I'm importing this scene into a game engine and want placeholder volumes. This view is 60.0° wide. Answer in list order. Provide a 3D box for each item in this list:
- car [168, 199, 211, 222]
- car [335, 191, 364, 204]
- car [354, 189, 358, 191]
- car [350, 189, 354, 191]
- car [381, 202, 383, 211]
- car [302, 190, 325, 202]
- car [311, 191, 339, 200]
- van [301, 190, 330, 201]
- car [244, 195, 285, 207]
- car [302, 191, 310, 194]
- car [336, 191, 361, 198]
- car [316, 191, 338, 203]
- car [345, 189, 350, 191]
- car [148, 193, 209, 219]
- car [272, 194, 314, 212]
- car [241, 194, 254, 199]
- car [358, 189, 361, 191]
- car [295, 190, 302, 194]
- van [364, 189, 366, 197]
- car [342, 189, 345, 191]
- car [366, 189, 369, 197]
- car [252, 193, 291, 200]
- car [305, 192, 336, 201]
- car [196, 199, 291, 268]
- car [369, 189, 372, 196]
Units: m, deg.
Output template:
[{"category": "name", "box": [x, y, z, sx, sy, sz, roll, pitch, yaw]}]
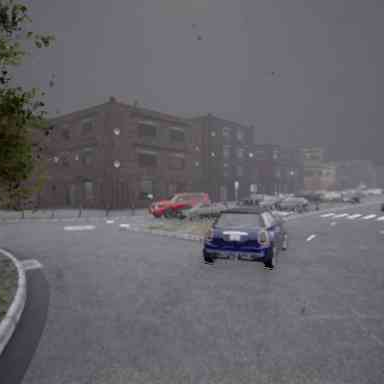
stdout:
[{"category": "car", "box": [0.616, 1.458, 25.555, 4.181, 1.385, 1.994, -1, 0, -37]}, {"category": "car", "box": [23.999, 0.976, 50.437, 2.128, 1.511, 4.902, 0, 1, 40]}, {"category": "car", "box": [32.845, 0.612, 72.970, 4.892, 1.521, 2.231, 0, 1, 40]}, {"category": "car", "box": [31.080, 0.651, 70.852, 4.892, 1.521, 2.231, 0, 1, 40]}, {"category": "car", "box": [21.084, 1.257, 34.525, 1.994, 1.385, 4.181, 0, 1, 39]}, {"category": "car", "box": [20.627, 0.897, 58.030, 5.366, 1.575, 1.946, 0, 1, 40]}, {"category": "car", "box": [25.755, 0.645, 64.521, 4.553, 1.767, 2.185, 0, 1, 40]}, {"category": "van", "box": [22.337, 0.631, 60.190, 4.442, 1.987, 1.878, 0, 1, 40]}, {"category": "car", "box": [9.888, 1.147, 45.443, 5.008, 1.535, 2.097, 0, 1, 40]}, {"category": "car", "box": [15.185, 1.033, 51.800, 4.892, 1.521, 2.231, 0, 1, 40]}, {"category": "car", "box": [36.374, 0.539, 77.205, 4.892, 1.521, 2.231, 0, 1, 40]}, {"category": "car", "box": [21.714, 1.011, 52.380, 1.812, 1.442, 4.674, 0, 1, 40]}, {"category": "car", "box": [29.333, 0.563, 68.717, 4.553, 1.767, 2.185, 0, 1, 40]}, {"category": "car", "box": [-0.906, 1.112, 28.027, 5.566, 2.045, 2.150, -1, 0, -36]}, {"category": "car", "box": [10.521, 1.264, 34.486, 1.837, 1.490, 4.892, 0, 1, 41]}, {"category": "car", "box": [8.147, 1.054, 43.296, 4.553, 1.767, 2.185, 0, 1, 40]}, {"category": "car", "box": [34.610, 0.575, 75.088, 4.892, 1.521, 2.231, 0, 1, 40]}, {"category": "car", "box": [13.445, 0.947, 49.653, 4.553, 1.767, 2.185, 0, 1, 40]}, {"category": "van", "box": [38.303, 0.276, 79.344, 4.442, 1.987, 1.878, 0, 1, 40]}, {"category": "car", "box": [27.520, 0.604, 66.639, 4.553, 1.767, 2.185, 0, 1, 40]}, {"category": "car", "box": [39.902, 0.509, 81.443, 4.674, 1.452, 2.002, 0, 1, 40]}, {"category": "car", "box": [9.071, 1.244, 37.393, 1.837, 1.490, 4.892, 0, 2, 40]}, {"category": "car", "box": [24.011, 0.813, 62.389, 5.008, 1.535, 2.097, 0, 1, 40]}, {"category": "car", "box": [2.019, 1.312, 11.468, 2.097, 1.767, 4.553, 0, 0, 22]}, {"category": "car", "box": [41.523, 0.433, 83.682, 5.366, 1.575, 1.946, 0, 1, 40]}]
